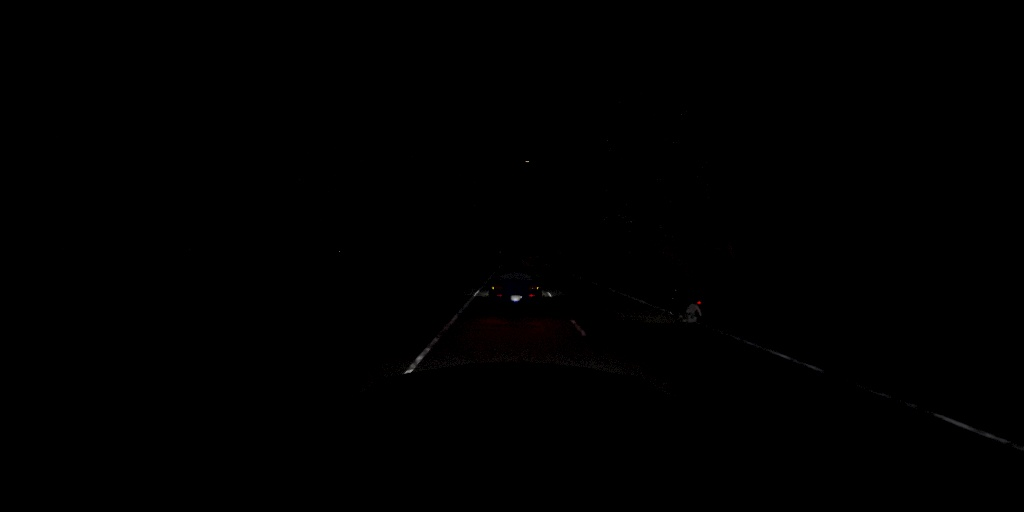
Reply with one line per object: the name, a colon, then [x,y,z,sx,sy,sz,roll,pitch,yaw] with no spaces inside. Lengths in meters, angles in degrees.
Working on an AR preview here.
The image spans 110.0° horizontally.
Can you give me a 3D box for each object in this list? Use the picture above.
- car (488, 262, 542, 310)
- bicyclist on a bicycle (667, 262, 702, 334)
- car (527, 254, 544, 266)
car: [0.111,1.133,13.652,1.812,1.442,4.674,0,1,0]
bicyclist on a bicycle: [4.479,1.035,9.420,0.659,1.776,1.843,0,1,0]
car: [3.723,0.610,53.873,1.882,1.535,5.008,0,1,0]
